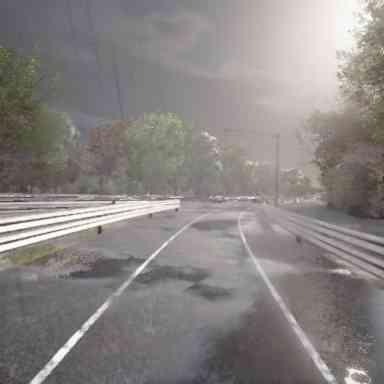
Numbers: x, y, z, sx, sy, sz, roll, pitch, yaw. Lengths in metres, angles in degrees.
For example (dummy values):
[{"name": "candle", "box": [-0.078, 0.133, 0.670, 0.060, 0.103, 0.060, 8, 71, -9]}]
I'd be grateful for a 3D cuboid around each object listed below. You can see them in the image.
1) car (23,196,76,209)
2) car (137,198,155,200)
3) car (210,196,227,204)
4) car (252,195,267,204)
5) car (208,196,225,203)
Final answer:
[{"name": "car", "box": [-14.378, 1.121, 33.688, 2.033, 1.411, 5.357, 2, 0, 28]}, {"name": "car", "box": [-5.689, 1.444, 42.668, 2.033, 1.411, 5.357, 2, 0, 28]}, {"name": "car", "box": [6.156, 1.810, 72.618, 1.812, 1.442, 4.674, 2, 0, 28]}, {"name": "car", "box": [16.950, 2.164, 85.580, 1.837, 1.490, 4.892, 2, 0, 28]}, {"name": "car", "box": [5.867, 1.779, 79.567, 2.128, 1.511, 4.902, 2, 0, 28]}]
